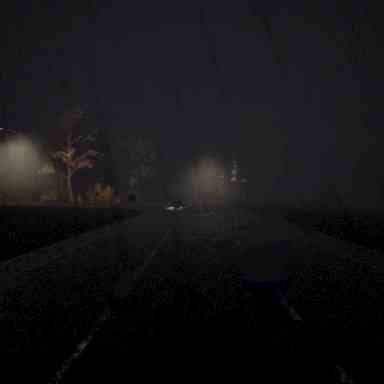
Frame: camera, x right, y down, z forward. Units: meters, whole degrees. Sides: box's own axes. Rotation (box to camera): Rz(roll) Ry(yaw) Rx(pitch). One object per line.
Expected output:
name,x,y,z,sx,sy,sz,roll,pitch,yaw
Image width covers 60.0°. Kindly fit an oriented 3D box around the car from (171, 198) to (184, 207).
car,-2.370,1.696,54.331,1.812,1.442,4.674,1,-2,1
